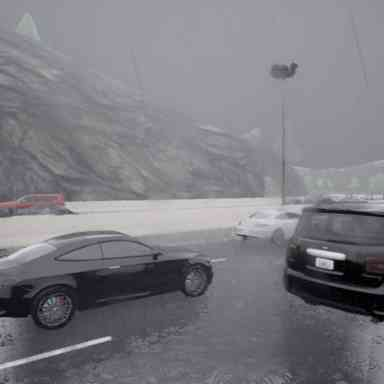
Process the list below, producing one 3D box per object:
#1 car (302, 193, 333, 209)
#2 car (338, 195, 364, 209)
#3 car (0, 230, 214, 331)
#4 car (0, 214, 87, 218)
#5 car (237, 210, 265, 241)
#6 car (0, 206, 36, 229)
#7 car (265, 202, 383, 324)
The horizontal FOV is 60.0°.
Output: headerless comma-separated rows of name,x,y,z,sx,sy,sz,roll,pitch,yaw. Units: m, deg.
car,17.896,1.222,47.156,2.150,2.045,5.566,0,0,44
car,22.559,1.354,47.080,2.097,1.767,4.553,0,0,43
car,-1.688,1.526,6.855,4.674,1.442,1.812,0,0,-36
car,-8.387,1.600,19.551,4.718,1.301,1.895,0,0,-36
car,4.113,1.526,15.551,4.674,1.442,1.812,0,0,-38
car,-12.564,1.600,20.851,4.718,1.301,1.895,0,0,-36
car,4.250,1.222,6.858,5.566,2.045,2.150,0,0,-37
